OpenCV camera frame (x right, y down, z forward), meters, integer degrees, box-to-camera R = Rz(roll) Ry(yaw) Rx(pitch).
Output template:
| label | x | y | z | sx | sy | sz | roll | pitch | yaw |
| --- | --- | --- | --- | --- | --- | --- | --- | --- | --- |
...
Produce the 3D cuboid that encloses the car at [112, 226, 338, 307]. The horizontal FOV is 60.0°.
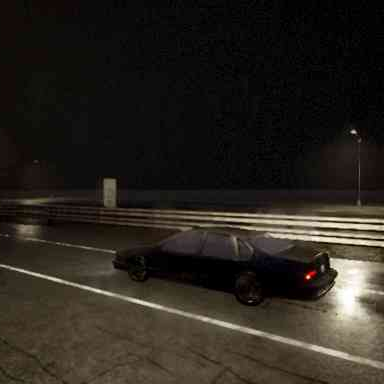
| label | x | y | z | sx | sy | sz | roll | pitch | yaw |
| --- | --- | --- | --- | --- | --- | --- | --- | --- | --- |
| car | 0.512 | 1.543 | 7.970 | 5.357 | 1.411 | 2.033 | 0 | 0 | 35 |
